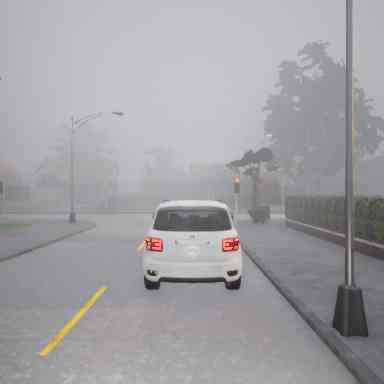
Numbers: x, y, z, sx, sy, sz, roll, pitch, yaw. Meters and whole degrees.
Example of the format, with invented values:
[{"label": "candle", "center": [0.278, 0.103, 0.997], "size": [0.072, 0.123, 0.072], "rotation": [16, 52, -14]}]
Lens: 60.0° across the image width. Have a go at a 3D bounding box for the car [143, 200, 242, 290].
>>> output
[{"label": "car", "center": [0.026, 1.221, 9.227], "size": [2.150, 2.045, 5.566], "rotation": [0, 0, 0]}]
